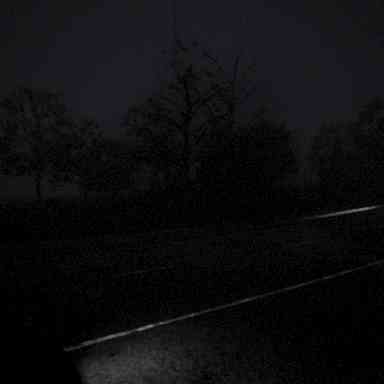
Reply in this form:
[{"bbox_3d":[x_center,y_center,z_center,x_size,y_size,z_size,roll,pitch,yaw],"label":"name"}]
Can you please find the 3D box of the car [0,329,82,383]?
[{"bbox_3d":[-3.024,1.515,1.590,4.892,1.490,1.837,0,0,-35],"label":"car"}]
